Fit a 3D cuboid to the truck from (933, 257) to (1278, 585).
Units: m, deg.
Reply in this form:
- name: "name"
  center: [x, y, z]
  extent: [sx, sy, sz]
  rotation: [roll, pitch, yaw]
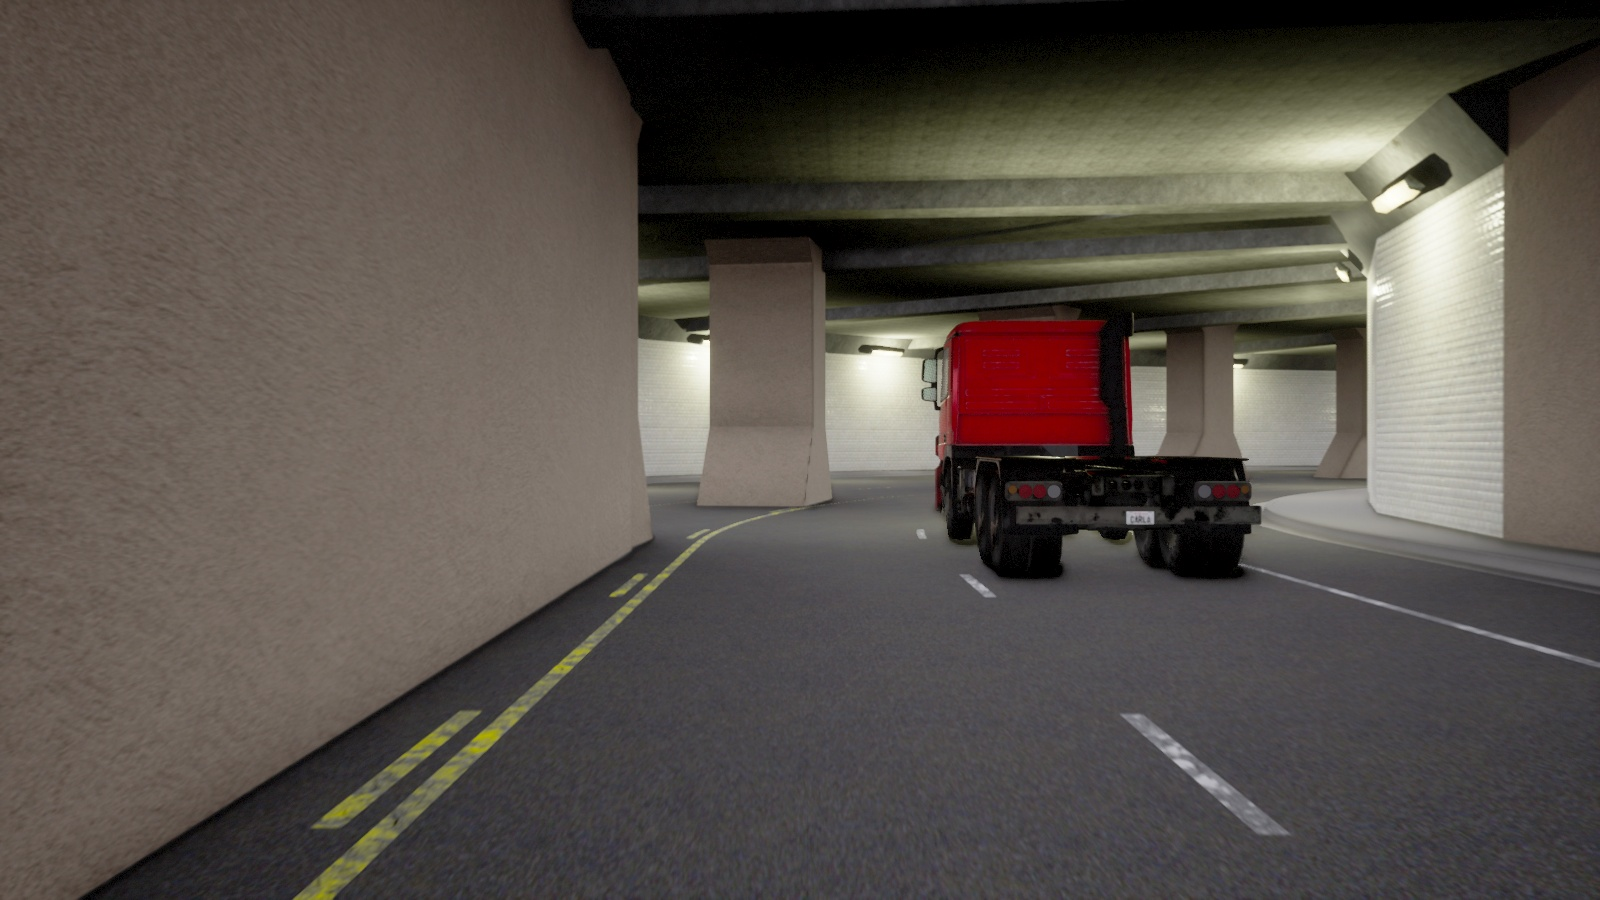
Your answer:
- name: "truck"
  center: [3.640, -0.330, 17.217]
  extent: [2.891, 3.462, 7.936]
  rotation: [0, 0, 1]
